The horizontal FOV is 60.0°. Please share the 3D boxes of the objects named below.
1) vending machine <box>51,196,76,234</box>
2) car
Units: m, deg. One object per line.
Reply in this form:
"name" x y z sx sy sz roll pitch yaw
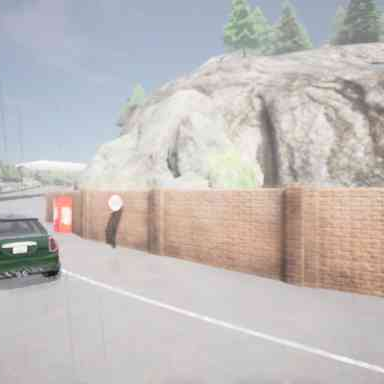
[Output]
"vending machine" -7.360 1.263 19.044 1.100 2.100 0.880 0 0 -35
"car" -5.537 1.381 9.357 2.097 1.767 4.553 0 0 -44
